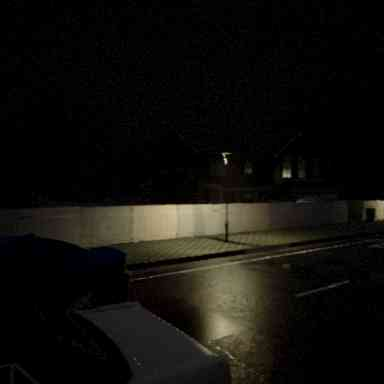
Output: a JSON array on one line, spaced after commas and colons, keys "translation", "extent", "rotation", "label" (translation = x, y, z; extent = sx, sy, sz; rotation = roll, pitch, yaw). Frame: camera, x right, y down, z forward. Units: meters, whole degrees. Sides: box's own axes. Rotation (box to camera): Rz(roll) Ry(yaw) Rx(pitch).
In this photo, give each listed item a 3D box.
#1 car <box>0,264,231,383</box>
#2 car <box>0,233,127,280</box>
[{"translation": [-2.080, 1.594, 2.204], "extent": [4.718, 1.301, 1.895], "rotation": [0, 0, -36], "label": "car"}, {"translation": [-3.441, 1.468, 5.227], "extent": [5.008, 1.535, 1.882], "rotation": [0, 0, -36], "label": "car"}]
